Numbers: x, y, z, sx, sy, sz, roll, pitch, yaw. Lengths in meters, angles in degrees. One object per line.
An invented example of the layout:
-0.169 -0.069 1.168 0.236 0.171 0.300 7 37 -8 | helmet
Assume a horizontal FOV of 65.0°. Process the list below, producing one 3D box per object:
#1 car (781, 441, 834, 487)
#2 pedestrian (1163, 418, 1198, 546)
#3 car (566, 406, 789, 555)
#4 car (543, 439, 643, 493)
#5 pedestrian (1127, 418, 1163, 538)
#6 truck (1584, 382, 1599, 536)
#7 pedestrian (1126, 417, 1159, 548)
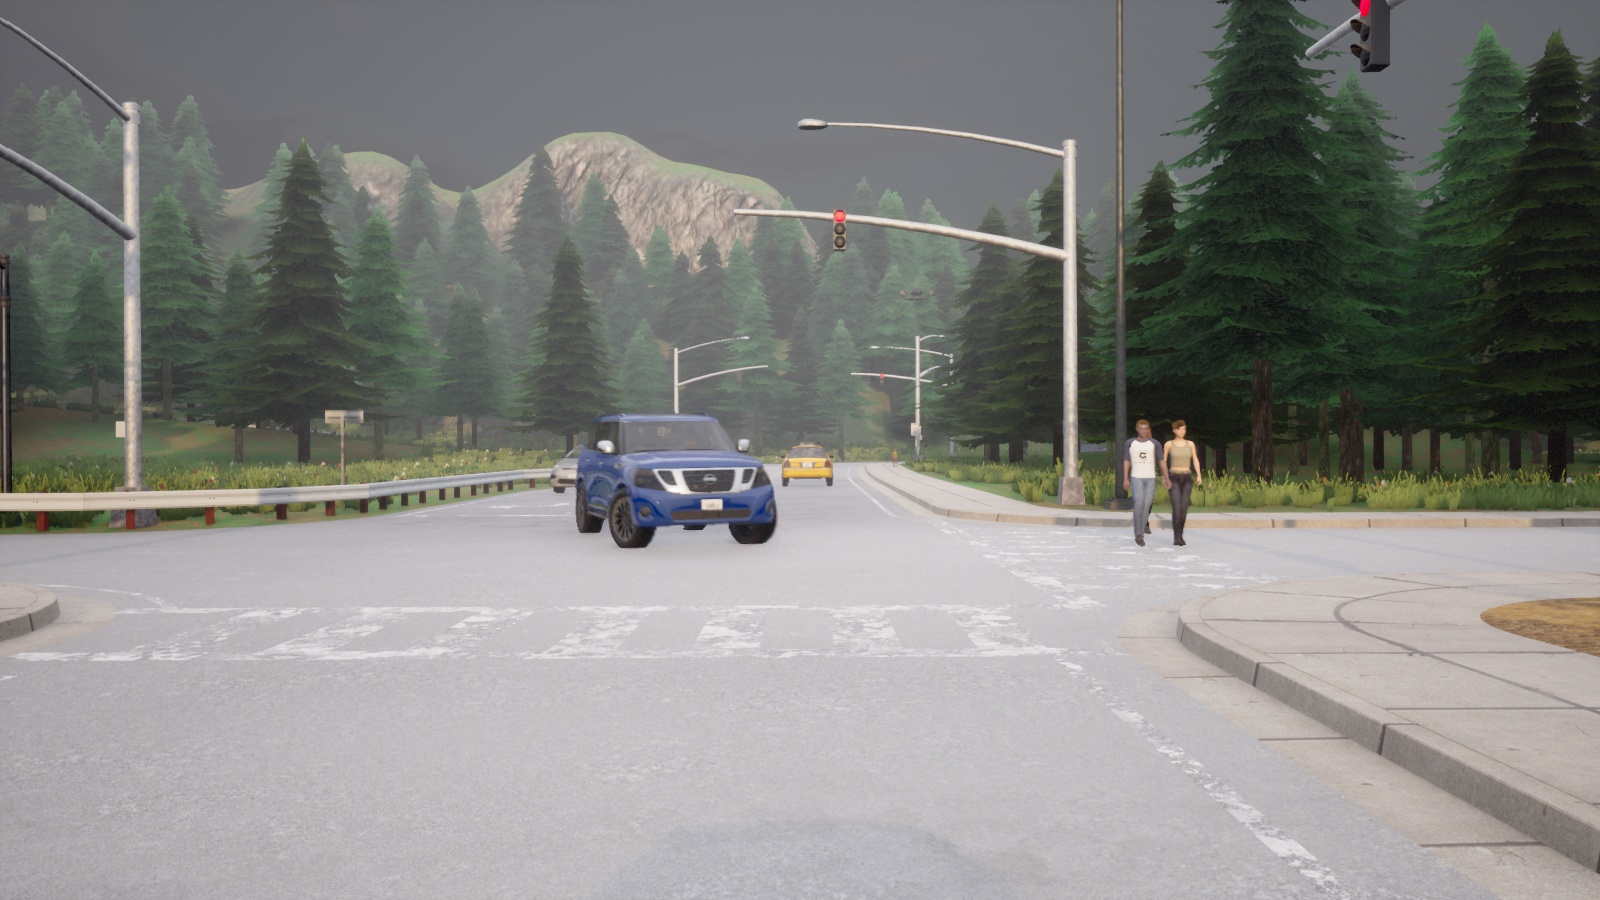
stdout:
0.270 0.468 45.889 1.801 1.575 5.366 0 0 0 | car
5.536 0.464 18.300 0.345 1.836 0.594 0 0 3 | pedestrian
-2.166 0.396 20.198 2.150 2.045 5.566 -1 1 -21 | car
-6.509 0.480 39.900 1.851 1.617 3.988 0 0 11 | car
5.685 0.452 20.703 0.423 1.949 0.788 0 0 3 | pedestrian
15.398 0.143 19.161 5.204 2.467 2.627 0 0 1 | truck
4.920 0.455 18.048 0.354 1.836 0.706 0 0 7 | pedestrian
